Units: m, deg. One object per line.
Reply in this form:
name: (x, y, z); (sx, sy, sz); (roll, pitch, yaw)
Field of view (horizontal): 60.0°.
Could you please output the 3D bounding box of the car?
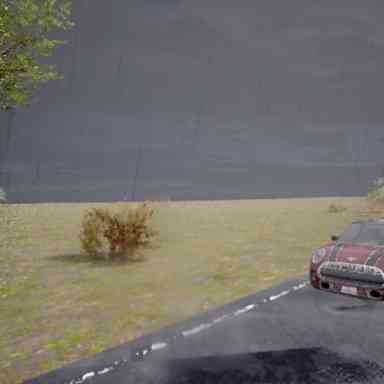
car: (4.893, 1.512, 8.660); (2.097, 1.767, 4.553); (-2, -2, 45)
